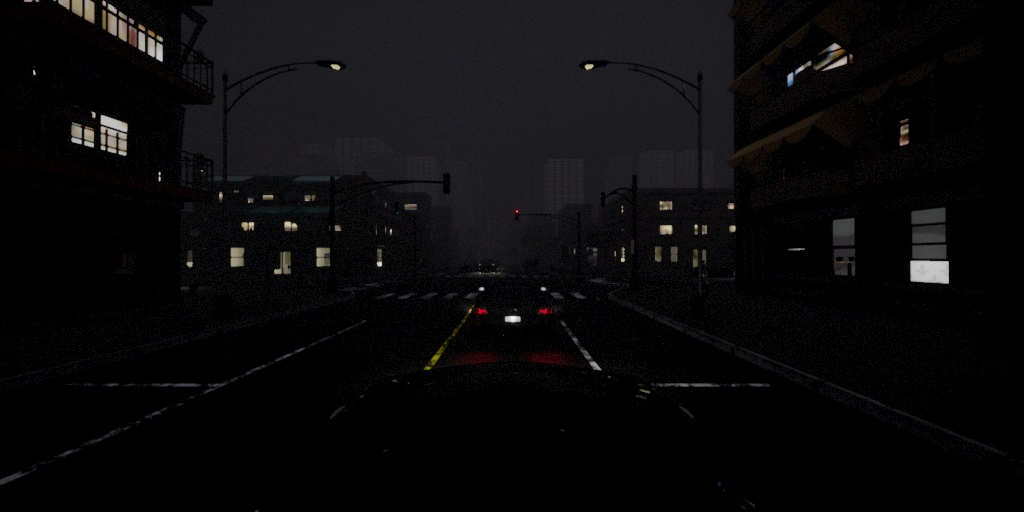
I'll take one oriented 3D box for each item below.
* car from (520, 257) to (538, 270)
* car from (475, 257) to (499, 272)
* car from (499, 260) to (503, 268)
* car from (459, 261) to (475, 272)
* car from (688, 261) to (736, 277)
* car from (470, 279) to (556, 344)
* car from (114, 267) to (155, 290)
[{"bbox_3d":[2.735,1.080,52.039,2.192,1.841,5.009,0,0,0],"label":"car"},{"bbox_3d":[-3.058,1.112,45.269,2.097,1.767,4.553,0,0,0],"label":"car"},{"bbox_3d":[-3.027,1.322,60.568,2.033,1.411,5.357,0,0,0],"label":"car"},{"bbox_3d":[-5.738,1.306,46.525,1.888,1.381,4.507,0,0,0],"label":"car"},{"bbox_3d":[17.522,1.106,30.832,4.313,1.339,1.948,0,0,0],"label":"car"},{"bbox_3d":[0.016,1.313,9.646,1.994,1.385,4.181,0,0,0],"label":"car"},{"bbox_3d":[-27.959,1.536,25.060,5.008,1.535,1.882,-1,0,0],"label":"car"}]
